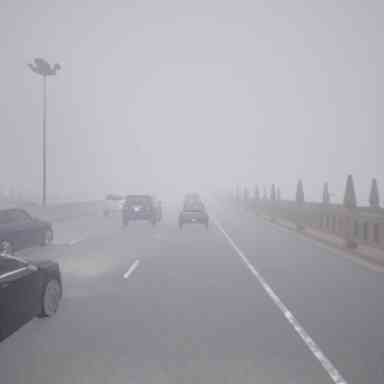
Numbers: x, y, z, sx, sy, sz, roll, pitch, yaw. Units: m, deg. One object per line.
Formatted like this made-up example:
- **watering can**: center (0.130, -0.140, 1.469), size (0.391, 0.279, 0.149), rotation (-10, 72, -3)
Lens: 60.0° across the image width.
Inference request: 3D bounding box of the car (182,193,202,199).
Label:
- **car**: center (-0.003, 1.160, 40.962), size (2.150, 2.045, 5.566), rotation (0, 0, -1)

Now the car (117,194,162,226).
- **car**: center (-3.394, 1.186, 23.257), size (2.150, 2.045, 5.566), rotation (0, 0, 0)

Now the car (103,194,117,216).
- **car**: center (-6.903, 1.173, 31.864), size (2.150, 2.045, 5.566), rotation (0, 0, 0)

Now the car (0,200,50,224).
- **car**: center (-6.897, 1.333, 12.126), size (2.097, 1.767, 4.553), rotation (0, 0, 0)

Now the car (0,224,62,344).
- **car**: center (-3.399, 1.485, 4.463), size (2.128, 1.511, 4.902), rotation (0, 0, 0)

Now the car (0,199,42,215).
- **car**: center (-17.581, 1.496, 34.141), size (2.033, 1.411, 5.357), rotation (0, 0, 0)

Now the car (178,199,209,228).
- **car**: center (0.106, 1.458, 22.037), size (2.128, 1.511, 4.902), rotation (0, 0, 0)
